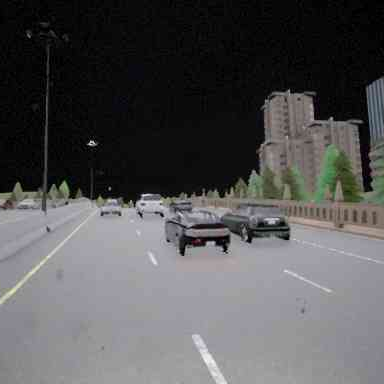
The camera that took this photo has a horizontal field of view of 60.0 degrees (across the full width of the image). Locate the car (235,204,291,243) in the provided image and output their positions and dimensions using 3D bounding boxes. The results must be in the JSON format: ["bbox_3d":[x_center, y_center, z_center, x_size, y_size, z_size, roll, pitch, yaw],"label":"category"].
[{"bbox_3d":[2.961,1.351,16.471,2.097,1.767,4.553,0,0,-13],"label":"car"}]

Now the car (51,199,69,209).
[{"bbox_3d":[-18.368,1.705,46.471,2.128,1.511,4.902,0,-2,-13],"label":"car"}]

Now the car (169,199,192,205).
[{"bbox_3d":[-1.204,1.496,34.689,2.128,1.511,4.902,0,0,-13],"label":"car"}]

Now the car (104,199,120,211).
[{"bbox_3d":[-10.127,1.567,42.291,1.812,1.442,4.674,0,-1,-13],"label":"car"}]

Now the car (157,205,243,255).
[{"bbox_3d":[0.064,1.495,13.447,2.128,1.511,4.902,0,0,-13],"label":"car"}]

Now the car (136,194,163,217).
[{"bbox_3d":[-4.044,1.229,31.405,2.150,2.045,5.566,0,0,-14],"label":"car"}]

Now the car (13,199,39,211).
[{"bbox_3d":[-21.279,1.649,43.411,1.812,1.442,4.674,0,-2,-12],"label":"car"}]

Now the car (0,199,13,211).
[{"bbox_3d":[-24.894,1.681,43.562,1.812,1.442,4.674,0,-2,-13],"label":"car"}]

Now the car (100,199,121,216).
[{"bbox_3d":[-7.821,1.615,32.208,1.895,1.301,4.718,0,0,-13],"label":"car"}]
